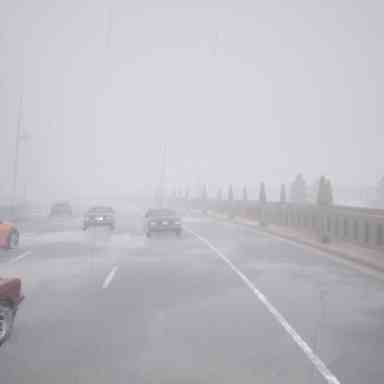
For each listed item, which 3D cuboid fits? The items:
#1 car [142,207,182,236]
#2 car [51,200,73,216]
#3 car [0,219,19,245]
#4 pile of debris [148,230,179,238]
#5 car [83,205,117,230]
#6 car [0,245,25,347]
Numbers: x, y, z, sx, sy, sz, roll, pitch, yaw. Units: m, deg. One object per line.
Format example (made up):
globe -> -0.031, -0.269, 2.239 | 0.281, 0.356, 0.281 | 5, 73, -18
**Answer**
car -> -1.726, 1.550, 18.461 | 2.033, 1.411, 5.357 | 0, 0, -10
car -> -12.893, 1.523, 33.048 | 2.128, 1.511, 4.902 | 0, 0, -19
car -> -7.817, 1.372, 11.448 | 2.097, 1.767, 4.553 | 0, 0, -6
pile of debris -> -1.524, 2.178, 17.422 | 1.500, 0.140, 1.860 | 0, 0, -10
car -> -5.850, 1.561, 21.276 | 2.033, 1.411, 5.357 | 0, 0, -12
car -> -3.602, 1.610, 3.315 | 1.895, 1.301, 4.718 | 0, 0, -2
